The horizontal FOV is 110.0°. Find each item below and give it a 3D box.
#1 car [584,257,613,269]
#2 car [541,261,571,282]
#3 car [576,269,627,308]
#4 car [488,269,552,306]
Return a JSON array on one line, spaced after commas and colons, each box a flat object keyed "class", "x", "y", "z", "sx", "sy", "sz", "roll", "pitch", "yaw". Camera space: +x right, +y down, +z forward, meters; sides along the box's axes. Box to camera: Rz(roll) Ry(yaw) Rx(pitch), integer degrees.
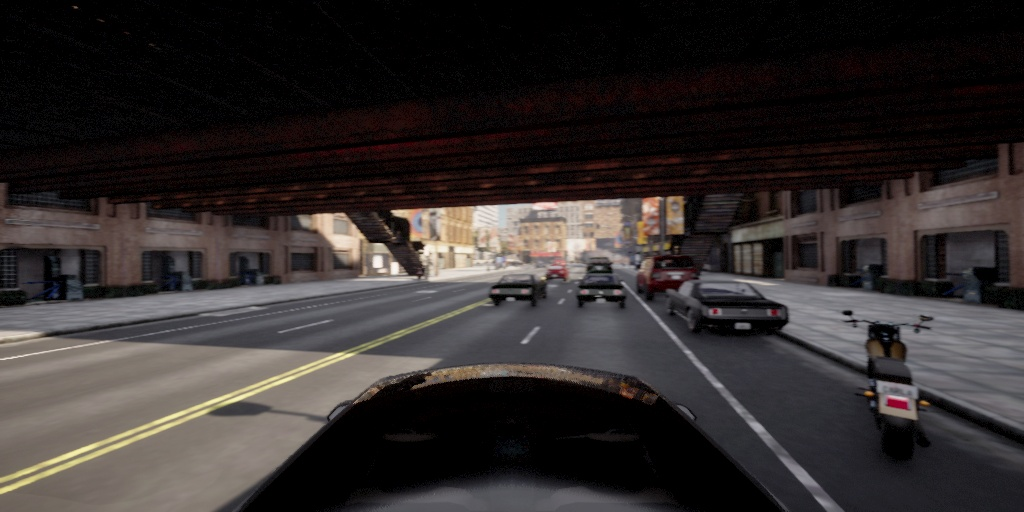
[{"class": "car", "x": 7.322, "y": 1.084, "z": 30.206, "sx": 2.150, "sy": 2.045, "sz": 5.566, "roll": -1, "pitch": 0, "yaw": 13}, {"class": "car", "x": 4.007, "y": 1.445, "z": 31.362, "sx": 1.812, "sy": 1.442, "sz": 4.674, "roll": -1, "pitch": 0, "yaw": 14}, {"class": "car", "x": 3.875, "y": 1.405, "z": 15.660, "sx": 1.895, "sy": 1.301, "sz": 4.718, "roll": -1, "pitch": 0, "yaw": 14}, {"class": "car", "x": 0.474, "y": 1.455, "z": 16.485, "sx": 1.895, "sy": 1.301, "sz": 4.718, "roll": -1, "pitch": 0, "yaw": 14}]
